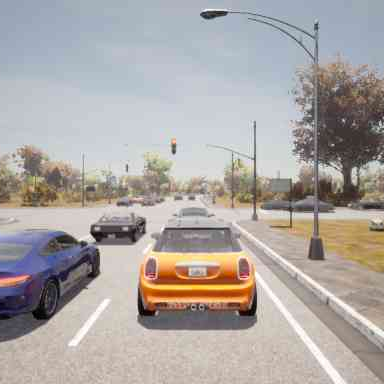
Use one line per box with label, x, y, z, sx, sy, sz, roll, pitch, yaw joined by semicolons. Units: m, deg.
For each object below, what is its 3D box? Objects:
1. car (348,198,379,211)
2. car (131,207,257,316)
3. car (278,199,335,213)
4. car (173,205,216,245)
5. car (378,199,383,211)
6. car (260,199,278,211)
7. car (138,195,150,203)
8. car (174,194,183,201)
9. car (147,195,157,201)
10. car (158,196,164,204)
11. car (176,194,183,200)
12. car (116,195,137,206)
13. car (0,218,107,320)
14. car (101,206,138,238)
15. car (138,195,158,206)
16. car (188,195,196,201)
car;21.084;1.487;39.299;4.902;1.511;2.128;0;0;3
car;0.093;1.352;7.678;2.097;1.767;4.553;0;0;0
car;12.628;1.547;36.246;5.357;1.411;2.033;0;0;3
car;0.085;1.505;16.636;1.837;1.490;4.892;0;0;0
car;23.539;1.537;35.660;5.357;1.411;2.033;0;0;3
car;10.337;1.563;40.002;4.181;1.385;1.994;0;0;6
car;-10.564;1.478;73.267;1.882;1.535;5.008;0;0;0
car;-3.570;1.492;84.647;1.837;1.490;4.892;0;0;0
car;-10.566;1.509;88.635;2.128;1.511;4.902;0;0;0
car;-7.105;1.477;63.879;1.882;1.535;5.008;0;0;0
car;-3.539;1.374;95.056;1.812;1.442;4.674;0;0;1
car;-10.645;1.547;53.183;2.033;1.411;5.357;0;0;1
car;-3.406;1.526;7.211;1.812;1.442;4.674;0;0;0
car;-3.415;1.601;16.369;1.895;1.301;4.718;0;0;0
car;-7.127;1.505;54.379;1.837;1.490;4.892;0;0;1
car;-0.070;1.492;84.649;1.837;1.490;4.892;0;0;0
